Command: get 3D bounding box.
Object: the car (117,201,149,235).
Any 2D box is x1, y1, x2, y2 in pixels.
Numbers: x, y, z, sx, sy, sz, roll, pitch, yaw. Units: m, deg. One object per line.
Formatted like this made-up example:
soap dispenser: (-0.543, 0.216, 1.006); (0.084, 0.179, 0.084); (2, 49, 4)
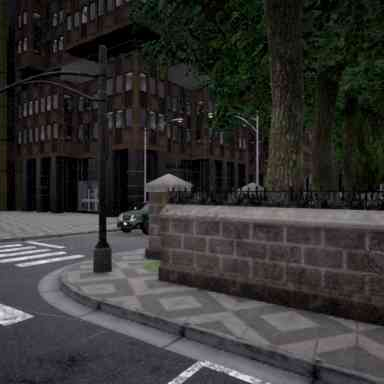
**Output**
car: (-2.364, 1.584, 22.003); (2.150, 2.045, 5.566); (0, -1, 35)
